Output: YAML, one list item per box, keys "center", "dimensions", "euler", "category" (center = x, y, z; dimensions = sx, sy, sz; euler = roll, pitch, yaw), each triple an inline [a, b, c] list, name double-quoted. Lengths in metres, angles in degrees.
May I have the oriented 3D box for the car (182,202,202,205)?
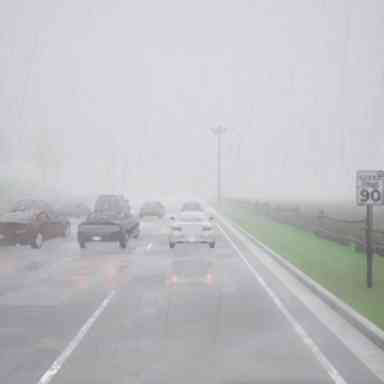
- center: [0.000, 1.571, 29.650]
  dimensions: [1.994, 1.385, 4.181]
  euler: [0, 0, 0]
  category: "car"

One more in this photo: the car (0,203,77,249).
- center: [-7.000, 1.483, 14.650]
  dimensions: [1.882, 1.535, 5.008]
  euler: [0, 0, 0]
  category: "car"

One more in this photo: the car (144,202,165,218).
- center: [-3.500, 1.562, 29.650]
  dimensions: [2.033, 1.411, 5.357]
  euler: [0, 0, 0]
  category: "car"

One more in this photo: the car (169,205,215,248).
- center: [0.000, 1.532, 14.650]
  dimensions: [1.812, 1.442, 4.674]
  euler: [0, 0, 0]
  category: "car"

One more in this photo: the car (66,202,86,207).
- center: [-10.500, 1.571, 29.650]
  dimensions: [1.994, 1.385, 4.181]
  euler: [0, 0, 0]
  category: "car"

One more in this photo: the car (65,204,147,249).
- center: [-3.500, 1.494, 14.650]
  dimensions: [2.128, 1.511, 4.902]
  euler: [0, 0, 0]
  category: "car"

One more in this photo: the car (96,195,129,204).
- center: [-7.000, 1.257, 29.680]
  dimensions: [2.150, 2.045, 5.566]
  euler: [0, 0, 0]
  category: "car"

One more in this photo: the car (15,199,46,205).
- center: [-14.000, 1.365, 29.620]
  dimensions: [2.097, 1.767, 4.553]
  euler: [0, 0, 0]
  category: "car"
